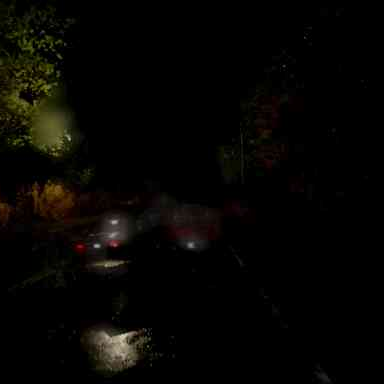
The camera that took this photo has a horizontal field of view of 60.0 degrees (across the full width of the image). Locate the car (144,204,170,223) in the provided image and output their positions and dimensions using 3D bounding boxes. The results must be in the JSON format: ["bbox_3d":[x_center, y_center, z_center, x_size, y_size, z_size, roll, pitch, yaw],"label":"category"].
[{"bbox_3d":[-3.178,2.062,29.254,1.994,1.385,4.181,-3,0,1],"label":"car"}]

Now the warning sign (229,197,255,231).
[{"bbox_3d":[2.849,1.236,19.170,1.300,1.860,1.060,-2,0,0],"label":"warning sign"}]

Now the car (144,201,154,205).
[{"bbox_3d":[-9.239,2.613,71.680,2.128,1.511,4.902,-3,0,1],"label":"car"}]

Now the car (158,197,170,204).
[{"bbox_3d":[-6.009,2.153,71.622,2.150,2.045,5.566,-3,0,1],"label":"car"}]

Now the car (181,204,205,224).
[{"bbox_3d":[0.071,1.878,29.027,1.895,1.301,4.718,-2,1,0],"label":"car"}]

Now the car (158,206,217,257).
[{"bbox_3d":[0.005,1.651,14.239,2.128,1.511,4.902,-2,1,0],"label":"car"}]

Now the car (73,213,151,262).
[{"bbox_3d":[-3.255,1.926,13.946,2.033,1.411,5.357,-3,0,0],"label":"car"}]
